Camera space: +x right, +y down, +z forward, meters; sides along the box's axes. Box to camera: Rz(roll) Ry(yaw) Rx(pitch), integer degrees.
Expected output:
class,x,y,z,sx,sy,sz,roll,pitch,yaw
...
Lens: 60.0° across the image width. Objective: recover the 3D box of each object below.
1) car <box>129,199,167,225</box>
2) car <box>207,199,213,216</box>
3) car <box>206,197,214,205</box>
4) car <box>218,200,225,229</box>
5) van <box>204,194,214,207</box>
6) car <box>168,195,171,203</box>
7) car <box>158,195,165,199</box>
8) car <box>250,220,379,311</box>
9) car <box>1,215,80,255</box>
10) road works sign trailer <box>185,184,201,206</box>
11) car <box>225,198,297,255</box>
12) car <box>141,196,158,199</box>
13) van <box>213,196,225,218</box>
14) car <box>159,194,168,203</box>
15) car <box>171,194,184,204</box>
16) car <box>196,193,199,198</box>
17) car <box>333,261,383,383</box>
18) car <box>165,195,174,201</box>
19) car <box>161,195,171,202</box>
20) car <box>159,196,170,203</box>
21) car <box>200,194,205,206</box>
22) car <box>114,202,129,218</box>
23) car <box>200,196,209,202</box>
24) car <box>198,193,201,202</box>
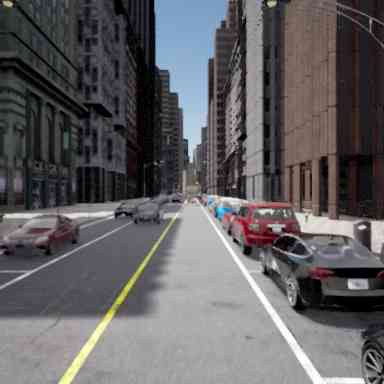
class,x,y,z,sx,sy,sz,roll,pitch,yaw
car,-3.107,1.517,24.499,1.837,1.490,4.892,0,0,0
car,2.755,1.566,30.161,2.008,1.369,4.403,0,0,0
car,2.753,1.544,35.967,1.752,1.417,4.829,0,0,0
car,2.759,1.449,18.888,1.967,1.590,4.097,0,0,0
van,2.752,1.364,41.434,1.690,1.788,3.998,0,0,0
car,-5.781,1.359,63.968,2.192,1.841,5.009,0,0,0
car,-5.778,1.599,52.696,1.947,1.339,4.313,0,0,0
car,2.763,1.569,7.614,1.947,1.339,4.313,0,0,0
car,-5.764,1.588,13.242,1.802,1.307,4.206,0,0,0
road works sign trailer,-0.003,0.501,56.070,2.380,3.560,2.880,0,0,0
car,2.762,1.321,13.251,2.192,1.841,5.009,0,0,0
car,-5.774,1.463,41.424,1.967,1.590,4.097,0,0,0
van,2.758,1.353,24.524,1.690,1.788,3.998,0,0,0
car,-5.780,1.583,58.332,1.887,1.381,4.507,0,0,0
car,-3.036,1.644,65.632,1.895,1.301,4.718,0,0,0
car,2.738,1.375,80.891,2.192,1.841,5.009,0,0,0
car,2.765,1.567,1.978,1.947,1.339,4.313,0,0,0
car,-5.790,1.617,86.514,2.008,1.369,4.403,0,0,0
car,-5.785,1.495,75.242,1.967,1.590,4.097,0,0,0
car,-5.784,1.615,69.605,1.947,1.339,4.313,0,0,0
car,2.747,1.473,52.707,1.967,1.590,4.097,0,0,0
car,-5.770,1.581,30.151,1.947,1.339,4.313,0,0,0
car,2.739,1.600,75.254,1.887,1.381,4.507,0,0,0
car,2.743,1.484,63.980,1.967,1.590,4.097,0,0,0
